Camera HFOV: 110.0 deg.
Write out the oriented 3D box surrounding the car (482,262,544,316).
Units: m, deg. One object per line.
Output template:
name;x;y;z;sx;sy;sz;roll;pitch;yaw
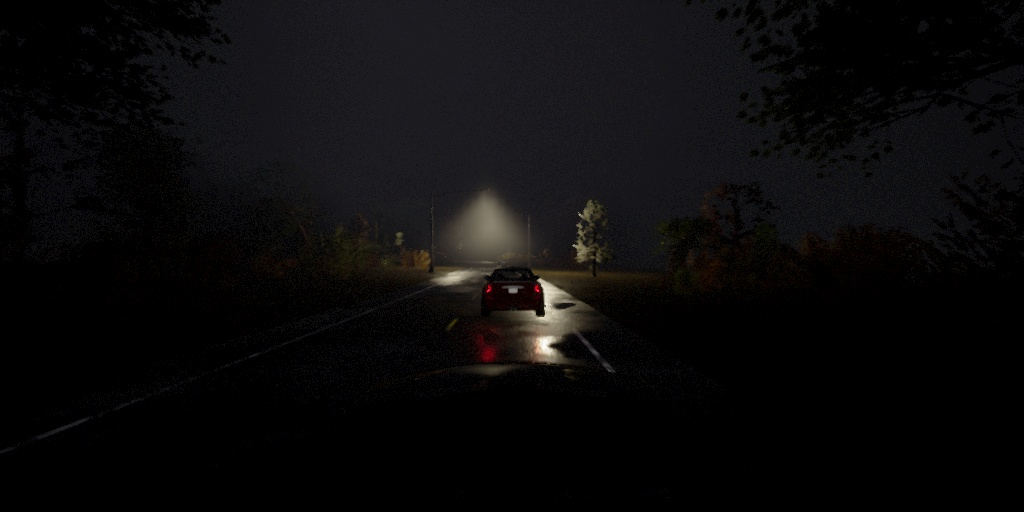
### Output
car;0.010;1.159;13.787;2.097;1.767;4.553;0;0;-1
